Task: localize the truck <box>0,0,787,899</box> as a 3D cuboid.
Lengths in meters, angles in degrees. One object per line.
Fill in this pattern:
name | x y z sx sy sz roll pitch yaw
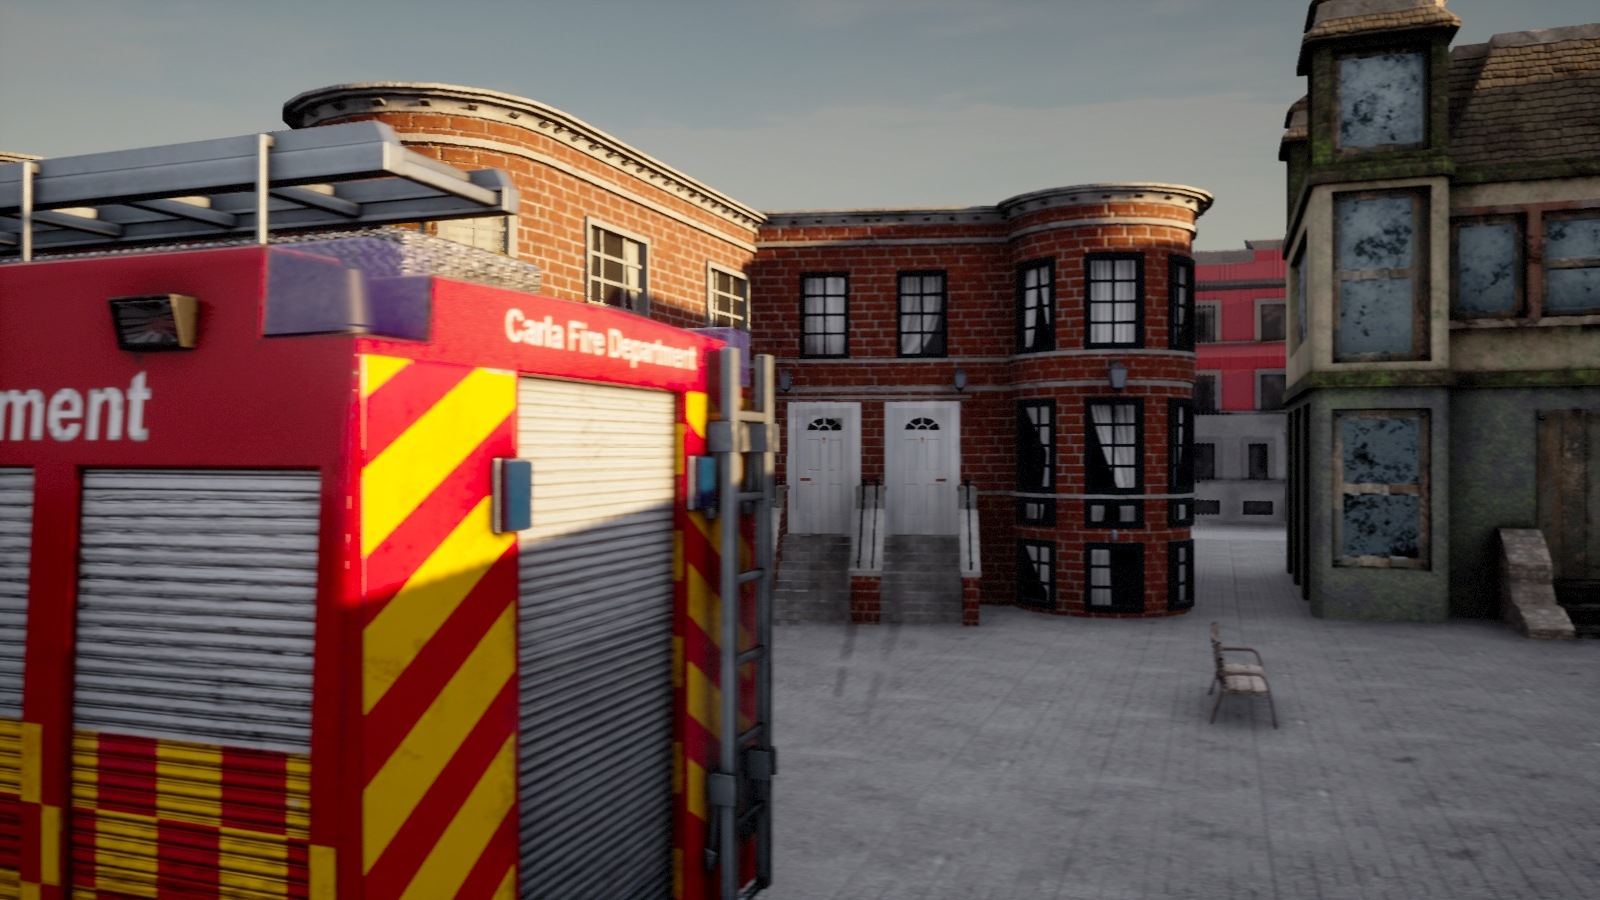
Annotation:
truck | -4.534 0.671 5.532 8.468 3.827 2.891 0 0 20
